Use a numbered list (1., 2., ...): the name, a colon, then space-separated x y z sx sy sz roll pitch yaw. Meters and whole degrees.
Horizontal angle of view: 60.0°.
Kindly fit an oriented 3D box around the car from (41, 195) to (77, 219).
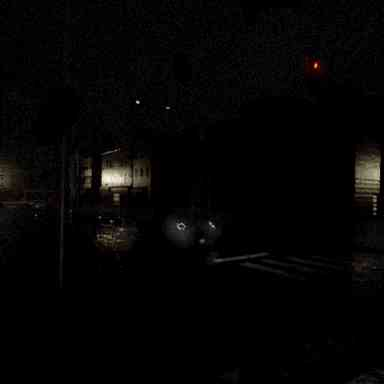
1. car: -12.292 1.346 31.520 2.150 2.045 5.566 1 -1 -35

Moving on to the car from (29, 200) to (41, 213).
1. car: -18.256 1.671 39.977 1.812 1.442 4.674 1 -1 -35

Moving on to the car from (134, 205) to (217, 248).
1. car: -0.875 1.440 15.489 2.097 1.767 4.553 1 -1 -36

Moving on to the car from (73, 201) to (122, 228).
1. car: -6.558 1.631 23.443 1.812 1.442 4.674 1 -1 -35
